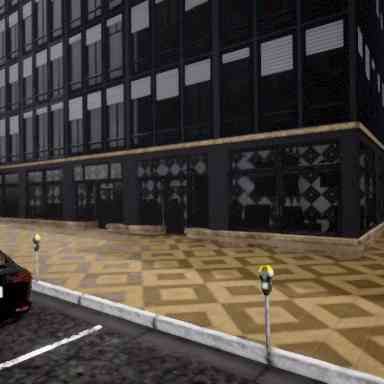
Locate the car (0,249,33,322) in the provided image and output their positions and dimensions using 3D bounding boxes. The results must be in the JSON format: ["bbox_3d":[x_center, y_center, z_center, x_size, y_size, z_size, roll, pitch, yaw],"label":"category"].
[{"bbox_3d":[-4.687,1.568,6.190,4.313,1.339,1.947,0,-1,36],"label":"car"}]
